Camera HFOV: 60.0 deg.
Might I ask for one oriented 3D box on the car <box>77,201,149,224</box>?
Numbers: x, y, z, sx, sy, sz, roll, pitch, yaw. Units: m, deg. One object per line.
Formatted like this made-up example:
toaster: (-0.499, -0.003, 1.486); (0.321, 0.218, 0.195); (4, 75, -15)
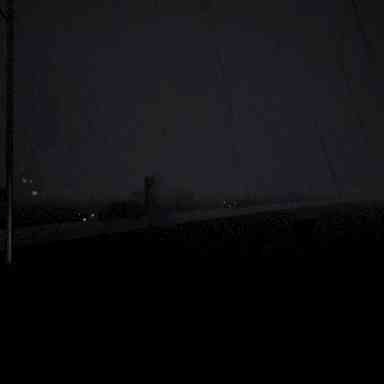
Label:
car: (-5.421, 1.373, 23.684); (2.033, 1.411, 5.357); (0, 1, 35)

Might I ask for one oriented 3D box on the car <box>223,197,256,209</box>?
car: (5.518, 1.253, 38.443); (1.895, 1.301, 4.718); (0, 1, 38)
